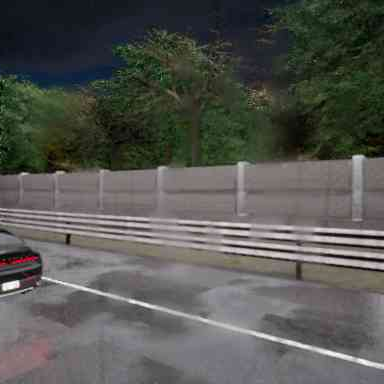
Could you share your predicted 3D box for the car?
[{"bbox_3d":[-5.404,1.530,7.720,4.892,1.490,1.837,0,0,35],"label":"car"}]
